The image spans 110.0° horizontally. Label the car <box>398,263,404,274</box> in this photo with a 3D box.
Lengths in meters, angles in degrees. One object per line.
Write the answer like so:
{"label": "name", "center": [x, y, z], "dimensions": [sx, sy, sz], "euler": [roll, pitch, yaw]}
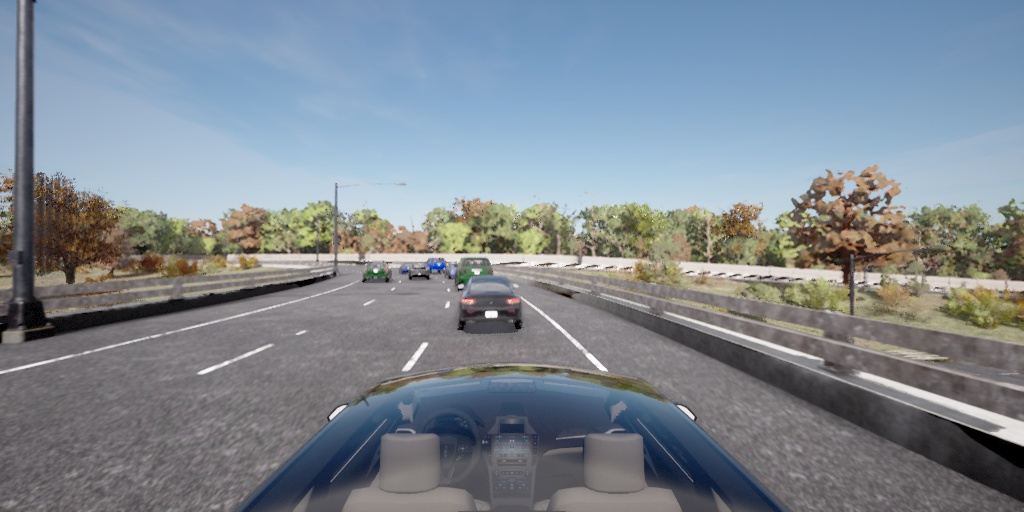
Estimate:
{"label": "car", "center": [-13.158, 1.571, 45.212], "dimensions": [1.994, 1.385, 4.181], "euler": [0, 0, -23]}

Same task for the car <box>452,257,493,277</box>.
{"label": "car", "center": [-2.540, 1.094, 23.300], "dimensions": [2.150, 2.045, 5.566], "euler": [0, -1, -11]}

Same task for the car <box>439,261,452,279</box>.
{"label": "car", "center": [-5.624, 1.493, 35.353], "dimensions": [2.033, 1.411, 5.357], "euler": [0, 0, -17]}

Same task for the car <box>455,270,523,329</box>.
{"label": "car", "center": [-0.738, 1.331, 11.400], "dimensions": [1.812, 1.442, 4.674], "euler": [0, 0, -5]}

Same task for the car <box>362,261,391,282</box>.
{"label": "car", "center": [-11.625, 1.278, 31.065], "dimensions": [2.097, 1.767, 4.553], "euler": [0, 0, -16]}

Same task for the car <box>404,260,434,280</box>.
{"label": "car", "center": [-8.918, 1.431, 34.188], "dimensions": [2.128, 1.511, 4.902], "euler": [0, -1, -17]}

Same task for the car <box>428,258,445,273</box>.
{"label": "car", "center": [-10.138, 1.235, 47.072], "dimensions": [2.150, 2.045, 5.566], "euler": [0, -1, -23]}
